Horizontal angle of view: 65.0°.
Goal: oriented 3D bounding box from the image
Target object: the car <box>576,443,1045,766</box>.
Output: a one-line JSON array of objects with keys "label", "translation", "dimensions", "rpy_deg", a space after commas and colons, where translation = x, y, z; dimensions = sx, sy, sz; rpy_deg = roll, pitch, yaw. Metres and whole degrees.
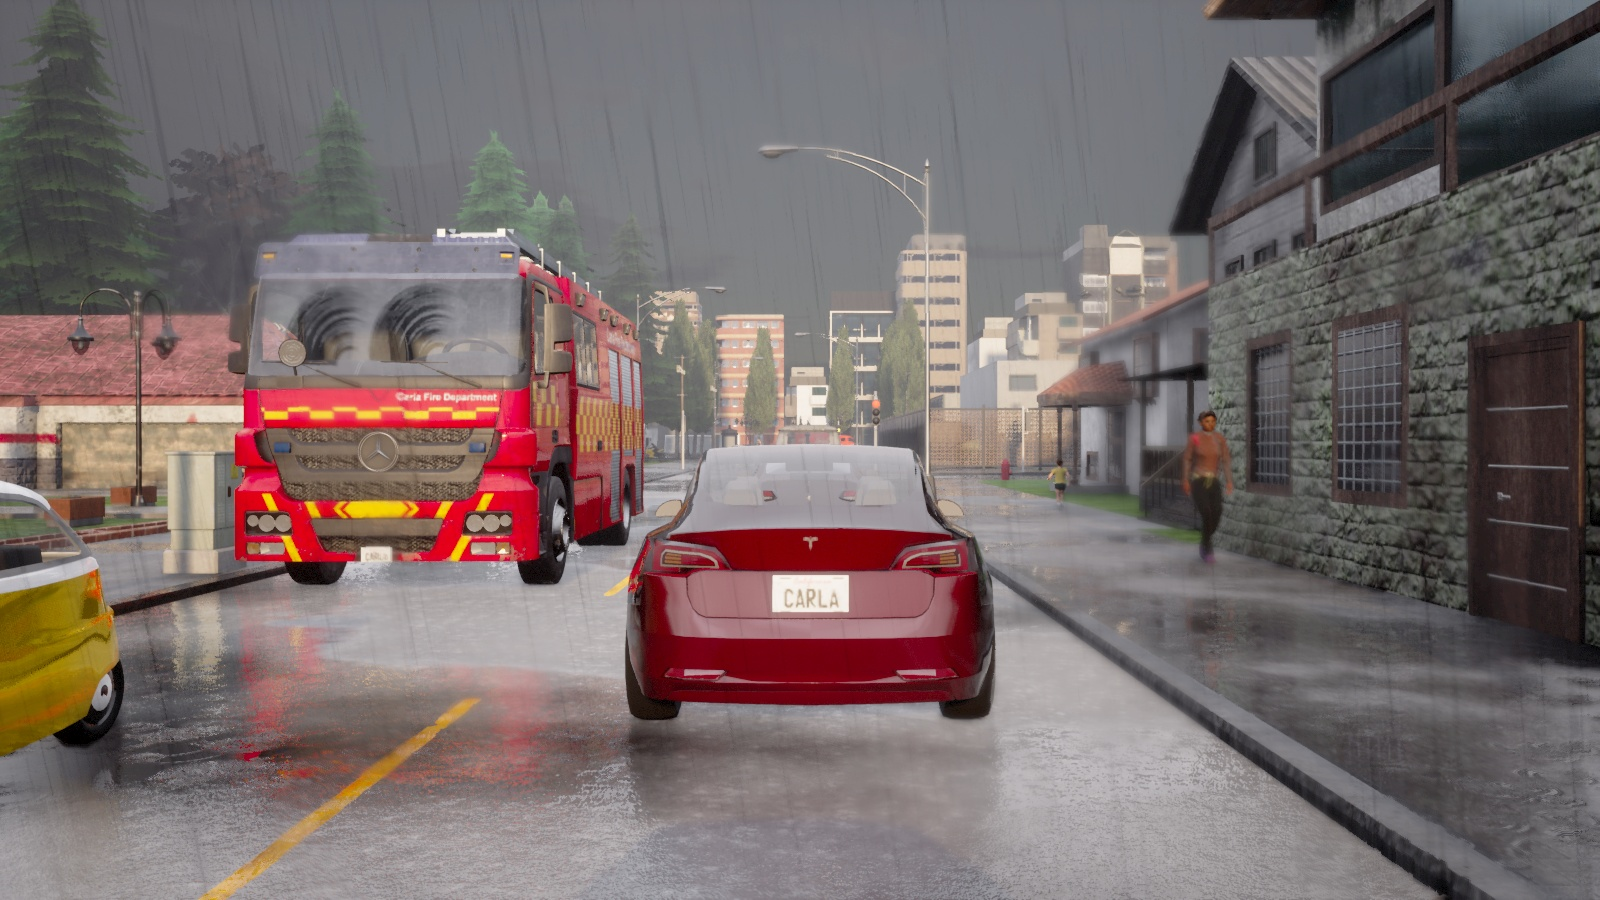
[{"label": "car", "translation": [0.061, 0.700, 8.198], "dimensions": [2.163, 1.488, 4.792], "rpy_deg": [0, 0, 0]}]

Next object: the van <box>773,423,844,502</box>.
[{"label": "van", "translation": [0.212, 0.308, 33.971], "dimensions": [1.775, 1.987, 4.442], "rpy_deg": [0, 0, 0]}]

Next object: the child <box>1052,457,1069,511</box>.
[{"label": "child", "translation": [5.413, 0.693, 26.062], "dimensions": [0.255, 1.110, 0.394], "rpy_deg": [0, 0, -2]}]

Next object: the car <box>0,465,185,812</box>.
[{"label": "car", "translation": [-3.954, 0.767, 5.450], "dimensions": [1.481, 1.376, 2.207], "rpy_deg": [0, 0, 0]}]

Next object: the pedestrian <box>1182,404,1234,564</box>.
[{"label": "pedestrian", "translation": [4.728, 0.378, 14.588], "dimensions": [0.328, 1.805, 0.869], "rpy_deg": [0, 0, 1]}]

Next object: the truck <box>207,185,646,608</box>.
[{"label": "truck", "translation": [-3.897, -0.509, 15.604], "dimensions": [2.891, 3.827, 8.468], "rpy_deg": [0, 0, 0]}]
